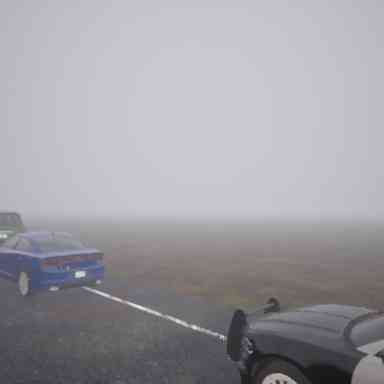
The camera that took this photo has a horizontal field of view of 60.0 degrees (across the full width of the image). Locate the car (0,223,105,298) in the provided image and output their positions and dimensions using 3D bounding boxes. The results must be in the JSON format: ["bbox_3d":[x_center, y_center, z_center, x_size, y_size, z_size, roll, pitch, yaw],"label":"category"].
[{"bbox_3d":[-4.499,1.893,9.805,5.008,1.535,1.882,-2,-4,44],"label":"car"}]

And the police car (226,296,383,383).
[{"bbox_3d":[2.641,1.649,2.951,5.238,1.638,1.930,-2,-4,44],"label":"police car"}]

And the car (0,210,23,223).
[{"bbox_3d":[-8.857,1.756,13.987,5.566,2.045,2.150,-2,-4,44],"label":"car"}]
